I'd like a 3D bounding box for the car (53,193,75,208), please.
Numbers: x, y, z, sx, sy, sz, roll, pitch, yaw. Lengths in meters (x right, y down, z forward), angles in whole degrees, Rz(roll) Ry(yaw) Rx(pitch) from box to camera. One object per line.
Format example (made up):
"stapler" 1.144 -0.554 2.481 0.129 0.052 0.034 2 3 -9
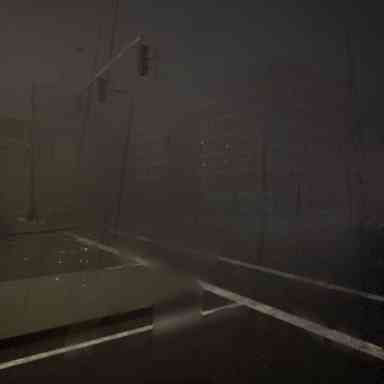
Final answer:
"car" -19.695 1.413 50.086 2.097 1.767 4.553 0 0 -36
